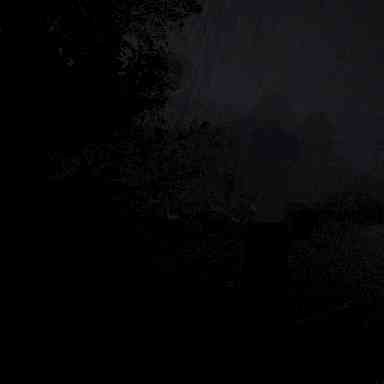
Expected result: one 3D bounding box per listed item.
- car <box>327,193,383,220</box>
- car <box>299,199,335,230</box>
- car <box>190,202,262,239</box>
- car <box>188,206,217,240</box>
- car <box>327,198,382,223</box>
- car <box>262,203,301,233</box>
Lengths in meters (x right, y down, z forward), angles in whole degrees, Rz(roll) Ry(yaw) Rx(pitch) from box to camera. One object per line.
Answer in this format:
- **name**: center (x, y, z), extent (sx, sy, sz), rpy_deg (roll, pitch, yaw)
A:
- **car**: center (13.213, 1.086, 25.931), extent (5.566, 2.045, 2.435), rpy_deg (-1, -1, 35)
- **car**: center (5.859, 1.412, 20.711), extent (5.008, 1.535, 2.097), rpy_deg (-1, 0, 35)
- **car**: center (0.939, 1.330, 17.257), extent (4.553, 1.767, 2.185), rpy_deg (-1, -1, 35)
- **car**: center (-1.478, 1.515, 15.499), extent (4.674, 1.452, 2.002), rpy_deg (-1, -1, 35)
- **car**: center (10.771, 1.390, 24.186), extent (4.792, 1.488, 2.163), rpy_deg (-1, -1, 35)
- **car**: center (3.409, 1.475, 18.979), extent (4.674, 1.452, 2.002), rpy_deg (-1, -1, 35)
